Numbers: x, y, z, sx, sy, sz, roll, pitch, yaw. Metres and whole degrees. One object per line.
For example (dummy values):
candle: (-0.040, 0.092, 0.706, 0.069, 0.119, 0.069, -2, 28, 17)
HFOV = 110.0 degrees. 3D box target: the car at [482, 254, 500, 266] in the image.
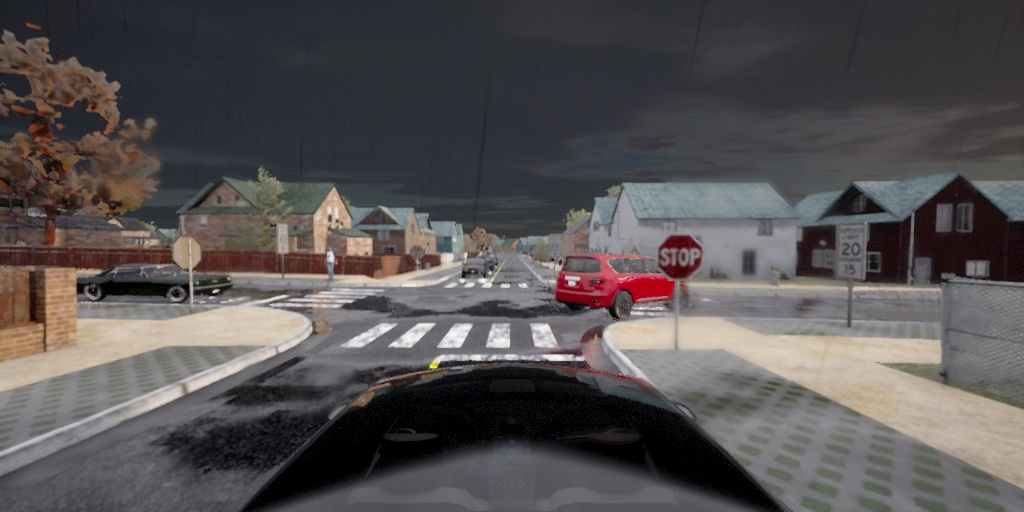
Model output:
car: (-2.826, 0.531, 48.386, 2.128, 1.511, 4.902, 0, 1, 0)

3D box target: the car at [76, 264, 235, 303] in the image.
car: (-13.280, 0.961, 13.410, 4.718, 1.301, 1.895, 1, 2, 0)

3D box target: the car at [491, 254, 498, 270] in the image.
car: (-2.826, 0.743, 38.379, 2.033, 1.411, 5.357, 0, 1, 0)

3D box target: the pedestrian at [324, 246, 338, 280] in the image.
pedestrian: (-9.677, 0.355, 19.161, 0.375, 1.860, 0.375, 0, 1, 1)

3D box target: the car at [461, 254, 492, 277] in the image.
car: (-2.847, 0.851, 28.547, 1.837, 1.490, 4.892, 0, 1, 0)

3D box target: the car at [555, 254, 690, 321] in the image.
car: (4.045, 0.945, 12.794, 5.566, 2.045, 2.150, 0, 0, -36)
